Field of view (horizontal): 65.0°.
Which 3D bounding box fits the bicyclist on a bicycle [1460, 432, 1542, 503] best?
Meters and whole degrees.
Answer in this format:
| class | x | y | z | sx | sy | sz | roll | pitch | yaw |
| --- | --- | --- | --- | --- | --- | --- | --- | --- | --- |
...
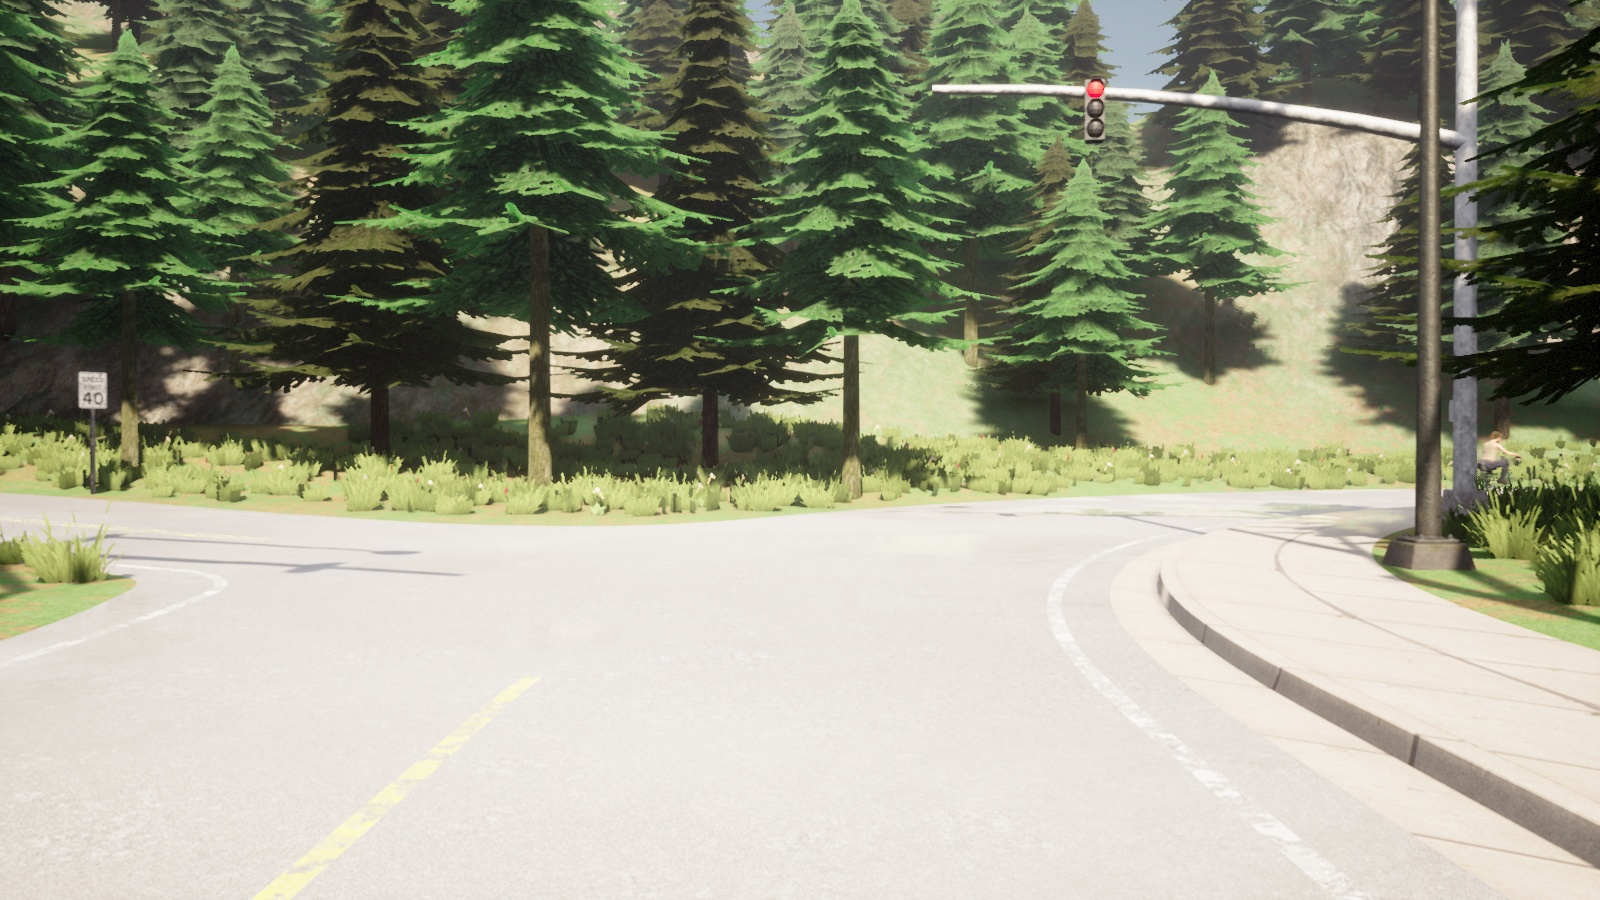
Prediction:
| class | x | y | z | sx | sy | sz | roll | pitch | yaw |
| --- | --- | --- | --- | --- | --- | --- | --- | --- | --- |
| bicyclist on a bicycle | 16.370 | 0.396 | 29.330 | 1.509 | 1.612 | 0.866 | 0 | 1 | -19 |
